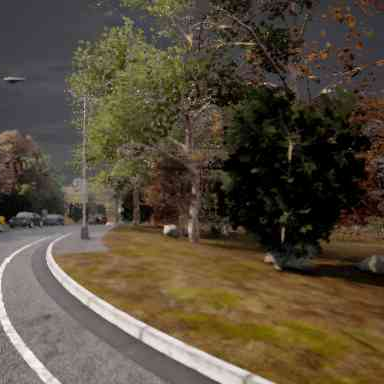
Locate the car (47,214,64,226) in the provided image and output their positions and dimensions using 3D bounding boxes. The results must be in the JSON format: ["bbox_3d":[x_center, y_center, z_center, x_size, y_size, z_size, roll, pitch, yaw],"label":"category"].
[{"bbox_3d":[-17.549,3.608,42.238,1.837,1.490,4.892,0,-5,-9],"label":"car"}]

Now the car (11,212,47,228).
[{"bbox_3d":[-15.811,2.680,31.857,1.837,1.490,4.892,0,-5,-9],"label":"car"}]

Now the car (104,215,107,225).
[{"bbox_3d":[-17.396,5.160,62.674,2.150,2.045,5.566,0,-5,-8],"label":"car"}]

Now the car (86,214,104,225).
[{"bbox_3d":[-15.659,4.528,52.852,2.128,1.511,4.902,0,-5,-10],"label":"car"}]

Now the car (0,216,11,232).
[{"bbox_3d":[-14.147,1.988,21.966,1.882,1.535,5.008,0,-3,-9],"label":"car"}]
